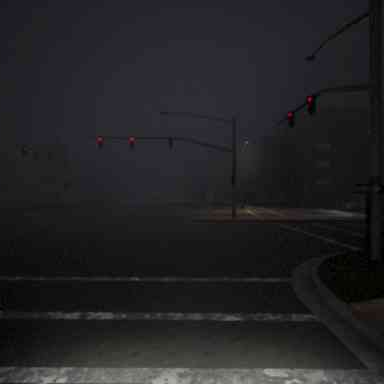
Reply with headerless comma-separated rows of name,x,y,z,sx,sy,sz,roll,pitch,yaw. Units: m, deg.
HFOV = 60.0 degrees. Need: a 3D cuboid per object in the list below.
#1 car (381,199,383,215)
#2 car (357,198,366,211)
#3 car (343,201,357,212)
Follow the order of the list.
car,19.458,1.537,30.228,4.718,1.301,1.895,0,0,-1
car,19.980,1.406,33.730,5.008,1.535,1.882,0,0,-1
car,19.369,1.447,37.225,4.674,1.442,1.812,0,0,0
